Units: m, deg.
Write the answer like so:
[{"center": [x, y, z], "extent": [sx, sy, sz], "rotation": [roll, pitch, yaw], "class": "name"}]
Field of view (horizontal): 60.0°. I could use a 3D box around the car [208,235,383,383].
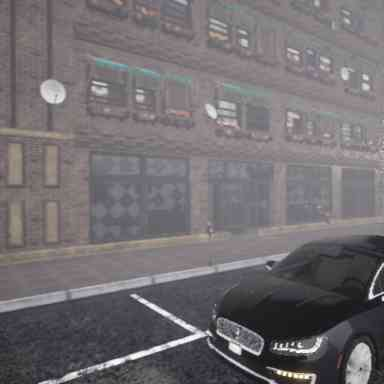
[{"center": [2.464, 1.491, 5.122], "extent": [4.892, 1.490, 1.837], "rotation": [0, 0, -35], "class": "car"}]
